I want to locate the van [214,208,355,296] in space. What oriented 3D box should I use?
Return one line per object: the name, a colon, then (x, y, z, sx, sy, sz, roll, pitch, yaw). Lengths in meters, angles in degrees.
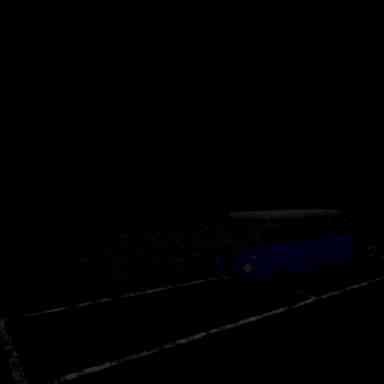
van: (2.418, 1.330, 8.375, 3.998, 1.788, 1.690, 0, 0, -36)
